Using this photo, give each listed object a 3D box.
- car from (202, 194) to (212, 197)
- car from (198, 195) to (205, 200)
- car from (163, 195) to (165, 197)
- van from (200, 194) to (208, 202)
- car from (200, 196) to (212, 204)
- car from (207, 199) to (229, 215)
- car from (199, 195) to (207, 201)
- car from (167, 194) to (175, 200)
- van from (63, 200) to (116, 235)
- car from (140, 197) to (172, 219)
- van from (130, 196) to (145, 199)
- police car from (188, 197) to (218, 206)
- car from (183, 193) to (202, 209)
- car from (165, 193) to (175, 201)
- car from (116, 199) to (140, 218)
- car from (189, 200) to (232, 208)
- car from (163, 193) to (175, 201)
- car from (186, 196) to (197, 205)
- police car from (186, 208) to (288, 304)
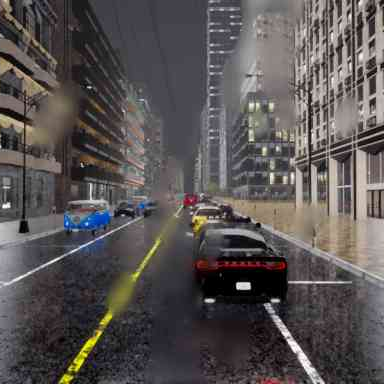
[{"bbox_3d":[2.663,1.286,58.118,2.192,1.841,5.009,1,0,0],"label":"car"},{"bbox_3d":[2.599,1.501,92.305,1.802,1.307,4.206,1,0,0],"label":"car"},{"bbox_3d":[-5.718,1.560,52.530,1.802,1.307,4.206,1,0,0],"label":"car"},{"bbox_3d":[2.659,1.289,75.212,1.690,1.788,3.998,1,0,0],"label":"van"},{"bbox_3d":[2.654,1.514,63.816,2.008,1.369,4.403,1,0,0],"label":"car"},{"bbox_3d":[2.676,1.545,35.325,2.008,1.369,4.403,1,0,0],"label":"car"},{"bbox_3d":[2.617,1.505,80.910,1.947,1.339,4.313,1,0,0],"label":"car"},{"bbox_3d":[-5.746,1.359,92.423,1.967,1.590,4.097,1,0,0],"label":"car"},{"bbox_3d":[-5.687,1.341,18.337,1.690,1.788,3.998,1,0,0],"label":"van"},{"bbox_3d":[-3.024,1.475,28.997,1.882,1.535,5.008,0,0,0],"label":"car"},{"bbox_3d":[-5.700,1.335,35.436,1.690,1.788,3.998,1,0,0],"label":"van"},{"bbox_3d":[0.880,1.424,24.360,1.930,1.638,5.238,0,0,0],"label":"police car"},{"bbox_3d":[-0.027,1.207,45.669,2.150,2.045,5.566,0,0,1],"label":"car"},{"bbox_3d":[-5.739,1.244,86.723,2.192,1.841,5.009,1,0,0],"label":"car"},{"bbox_3d":[-5.700,1.563,29.738,1.947,1.339,4.313,1,0,0],"label":"car"},{"bbox_3d":[0.885,1.455,18.439,1.801,1.575,5.366,0,0,0],"label":"car"},{"bbox_3d":[-5.730,1.263,75.327,2.192,1.841,5.009,1,0,0],"label":"car"},{"bbox_3d":[-0.047,1.475,58.699,1.837,1.490,4.892,0,0,0],"label":"car"},{"bbox_3d":[0.892,1.427,8.357,1.930,1.638,5.238,0,0,0],"label":"police car"}]
